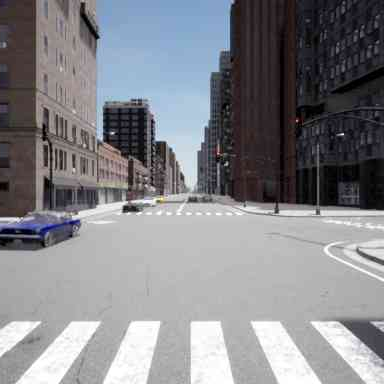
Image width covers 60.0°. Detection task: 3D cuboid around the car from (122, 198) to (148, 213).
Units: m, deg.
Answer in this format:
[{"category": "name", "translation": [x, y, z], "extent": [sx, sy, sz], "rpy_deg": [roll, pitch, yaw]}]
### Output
[{"category": "car", "translation": [-6.539, 1.607, 37.273], "extent": [1.895, 1.301, 4.718], "rpy_deg": [0, 0, 0]}]

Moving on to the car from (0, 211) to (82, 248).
[{"category": "car", "translation": [-6.544, 1.548, 14.701], "extent": [1.895, 1.301, 4.718], "rpy_deg": [2, 0, 0]}]

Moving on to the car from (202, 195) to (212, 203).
[{"category": "car", "translation": [3.357, 1.531, 70.984], "extent": [2.128, 1.511, 4.902], "rpy_deg": [0, 0, 0]}]

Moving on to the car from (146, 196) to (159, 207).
[{"category": "car", "translation": [-6.514, 1.535, 50.375], "extent": [1.812, 1.442, 4.674], "rpy_deg": [0, 0, 0]}]

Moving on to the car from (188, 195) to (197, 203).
[{"category": "car", "translation": [0.107, 1.484, 70.989], "extent": [1.882, 1.535, 5.008], "rpy_deg": [0, 0, 0]}]

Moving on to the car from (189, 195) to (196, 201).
[{"category": "car", "translation": [0.122, 1.451, 81.408], "extent": [1.882, 1.535, 5.008], "rpy_deg": [0, 0, 0]}]

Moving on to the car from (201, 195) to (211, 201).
[{"category": "car", "translation": [3.372, 1.498, 81.404], "extent": [2.128, 1.511, 4.902], "rpy_deg": [0, 0, 0]}]

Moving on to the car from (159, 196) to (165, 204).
[{"category": "car", "translation": [-6.434, 1.487, 65.892], "extent": [1.882, 1.535, 5.008], "rpy_deg": [0, 0, 0]}]
